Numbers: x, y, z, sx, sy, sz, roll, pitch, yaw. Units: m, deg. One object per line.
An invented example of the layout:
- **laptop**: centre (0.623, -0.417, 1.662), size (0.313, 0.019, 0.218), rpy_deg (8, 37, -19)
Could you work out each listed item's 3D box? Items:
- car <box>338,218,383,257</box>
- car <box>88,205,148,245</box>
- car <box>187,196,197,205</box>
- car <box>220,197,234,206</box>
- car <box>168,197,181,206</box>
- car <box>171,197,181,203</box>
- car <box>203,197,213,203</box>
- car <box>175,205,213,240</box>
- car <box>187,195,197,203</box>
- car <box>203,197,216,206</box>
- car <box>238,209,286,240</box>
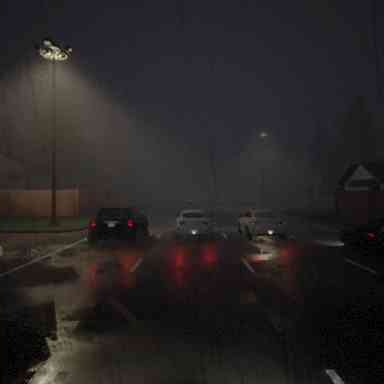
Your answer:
- **car**: centre (7.094, 1.607, 11.605), size (2.033, 1.411, 5.357), rpy_deg (0, 0, 0)
- **car**: centre (-3.406, 1.435, 16.199), size (2.097, 1.767, 4.553), rpy_deg (0, 0, 0)
- **car**: centre (-0.007, 1.817, 63.651), size (2.128, 1.511, 4.902), rpy_deg (0, 0, 0)
- **car**: centre (6.993, 1.891, 64.068), size (1.994, 1.385, 4.181), rpy_deg (0, 0, 0)
- **car**: centre (-3.507, 1.873, 63.651), size (2.033, 1.411, 5.357), rpy_deg (0, 0, 0)
- **car**: centre (-3.508, 1.766, 74.071), size (2.033, 1.411, 5.357), rpy_deg (0, 0, 0)
- **car**: centre (3.492, 1.766, 74.072), size (2.033, 1.411, 5.357), rpy_deg (0, 0, 0)
- **car**: centre (0.083, 1.615, 17.460), size (1.812, 1.442, 4.674), rpy_deg (0, 0, 0)
- **car**: centre (-0.008, 1.582, 74.042), size (2.097, 1.767, 4.553), rpy_deg (0, 0, 0)
- **car**: centre (3.493, 1.872, 63.652), size (2.033, 1.411, 5.357), rpy_deg (0, 0, 0)
- **car**: centre (3.584, 1.615, 17.508), size (1.812, 1.442, 4.674), rpy_deg (0, 0, 0)
